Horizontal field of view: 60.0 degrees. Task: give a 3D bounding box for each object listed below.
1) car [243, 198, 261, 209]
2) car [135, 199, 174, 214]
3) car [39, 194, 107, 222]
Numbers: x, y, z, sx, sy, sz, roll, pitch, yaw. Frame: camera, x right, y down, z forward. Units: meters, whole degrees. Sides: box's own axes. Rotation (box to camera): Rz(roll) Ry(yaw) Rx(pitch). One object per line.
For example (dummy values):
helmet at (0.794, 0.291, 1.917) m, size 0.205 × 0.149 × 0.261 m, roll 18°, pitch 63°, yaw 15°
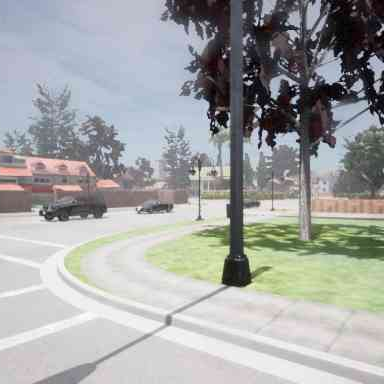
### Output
car at (7.961, 1.546, 46.593) m, size 2.033 × 1.411 × 5.357 m, roll 0°, pitch 0°, yaw 32°
car at (-3.952, 1.491, 35.450) m, size 2.128 × 1.511 × 4.902 m, roll 0°, pitch 0°, yaw 34°
car at (-9.524, 1.222, 27.226) m, size 2.150 × 2.045 × 5.566 m, roll 0°, pitch 0°, yaw 34°
